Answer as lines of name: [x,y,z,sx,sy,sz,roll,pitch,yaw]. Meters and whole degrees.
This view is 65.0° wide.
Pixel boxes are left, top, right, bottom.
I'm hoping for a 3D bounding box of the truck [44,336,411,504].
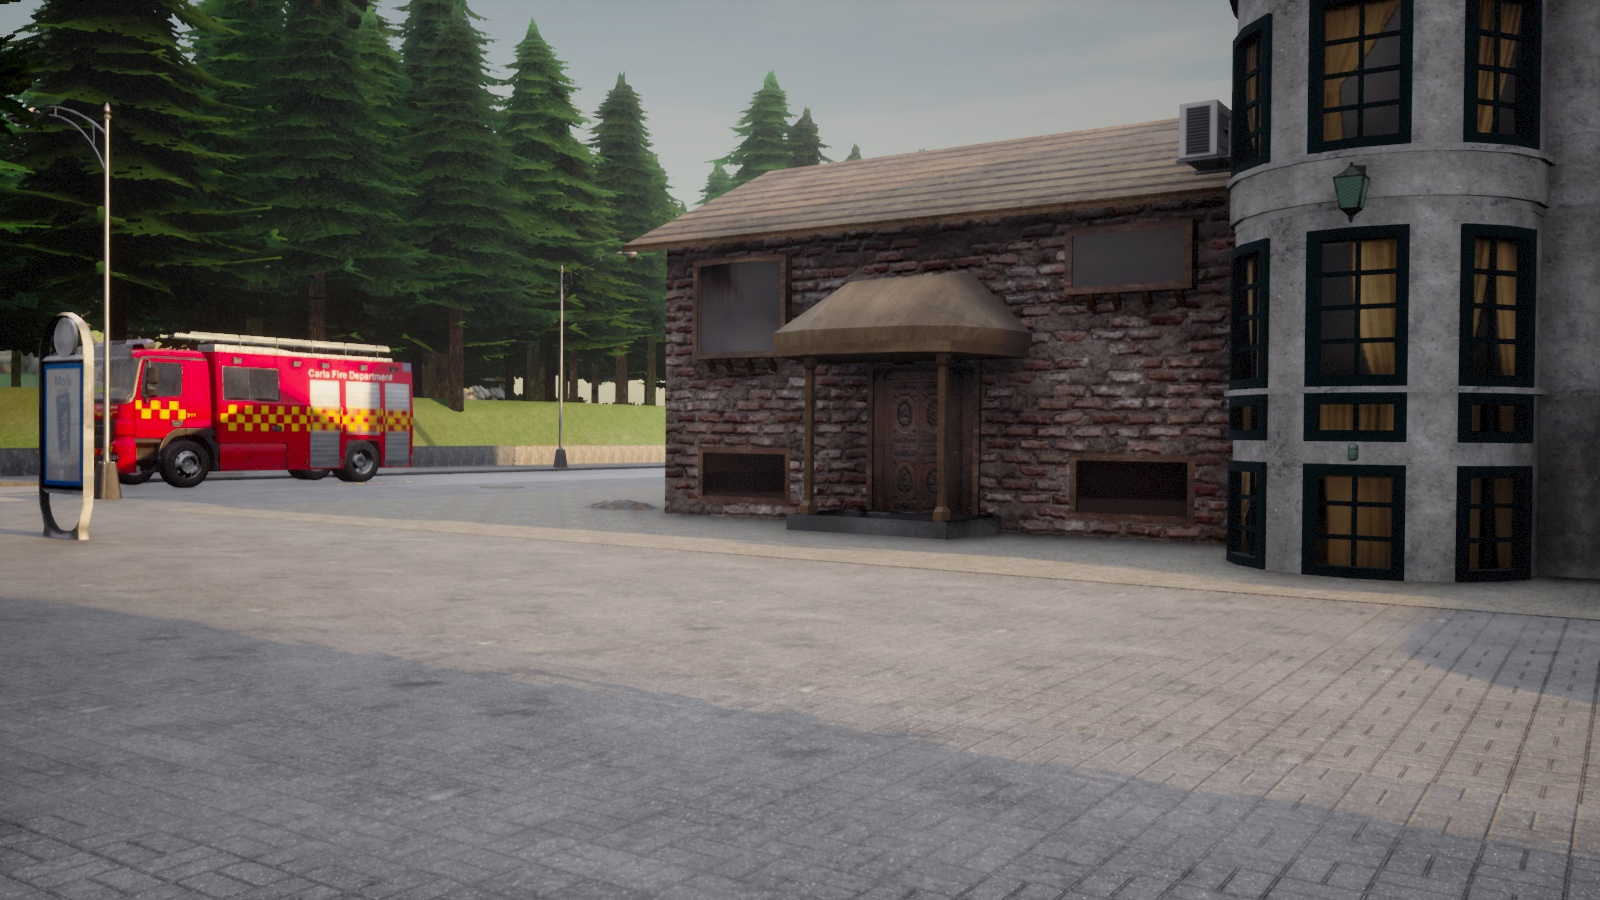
truck: [-14.620,-0.756,32.976,2.891,3.827,8.468,0,1,34]
